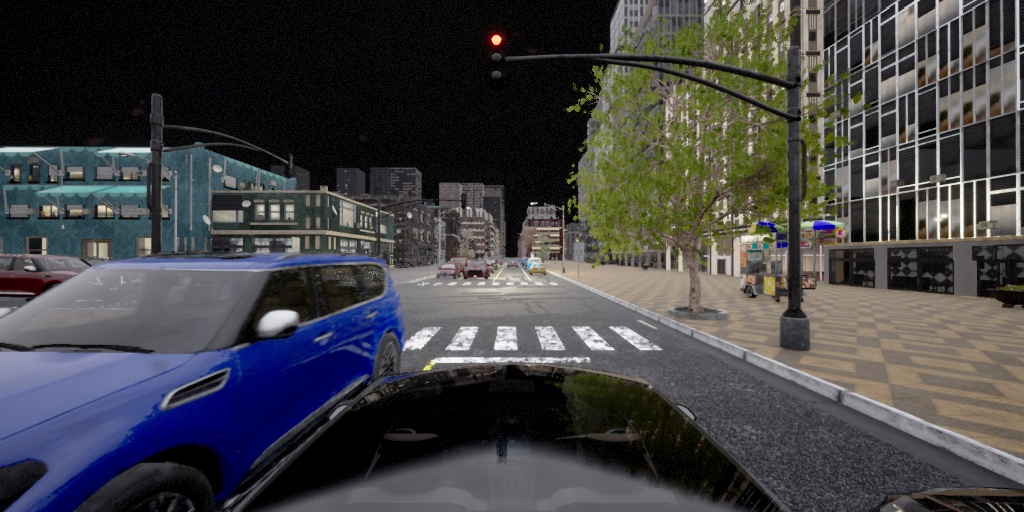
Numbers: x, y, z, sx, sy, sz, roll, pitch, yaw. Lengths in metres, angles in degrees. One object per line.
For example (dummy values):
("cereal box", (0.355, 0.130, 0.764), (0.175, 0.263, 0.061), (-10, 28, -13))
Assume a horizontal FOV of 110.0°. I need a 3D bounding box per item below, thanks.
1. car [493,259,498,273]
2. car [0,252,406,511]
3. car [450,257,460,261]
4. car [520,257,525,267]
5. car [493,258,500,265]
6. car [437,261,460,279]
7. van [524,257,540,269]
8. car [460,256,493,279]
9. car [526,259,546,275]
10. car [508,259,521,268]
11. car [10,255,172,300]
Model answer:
("car", (-3.077, 1.319, 42.115), (1.994, 1.385, 4.181), (0, 0, 0))
("car", (-2.833, 0.973, 3.563), (2.150, 2.045, 5.566), (0, 0, 2))
("car", (-5.669, 1.069, 38.055), (2.192, 1.841, 5.009), (0, 0, 0))
("car", (2.720, 1.307, 54.706), (2.007, 1.370, 4.403), (0, 0, 0))
("car", (-3.062, 1.282, 52.197), (1.812, 1.442, 4.674), (0, 0, 0))
("car", (-5.672, 1.335, 32.504), (1.802, 1.307, 4.207), (0, 0, 0))
("van", (2.715, 1.096, 43.604), (1.690, 1.789, 3.998), (0, 0, 0))
("car", (-3.082, 1.105, 32.201), (2.097, 1.767, 4.553), (0, 0, 0))
("car", (2.711, 1.279, 38.223), (1.751, 1.417, 4.829), (0, 0, 0))
("car", (0.137, 1.305, 62.530), (2.033, 1.411, 5.357), (0, 0, 0))
("car", (-18.200, 0.888, 15.705), (4.553, 1.767, 2.097), (1, 0, -1))
